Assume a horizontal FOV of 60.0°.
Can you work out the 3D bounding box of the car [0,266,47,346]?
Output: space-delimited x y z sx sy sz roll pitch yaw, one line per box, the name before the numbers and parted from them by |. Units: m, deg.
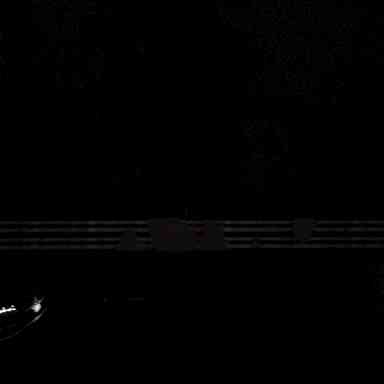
car | -4.790 1.506 4.993 4.892 1.490 1.837 0 0 -2
